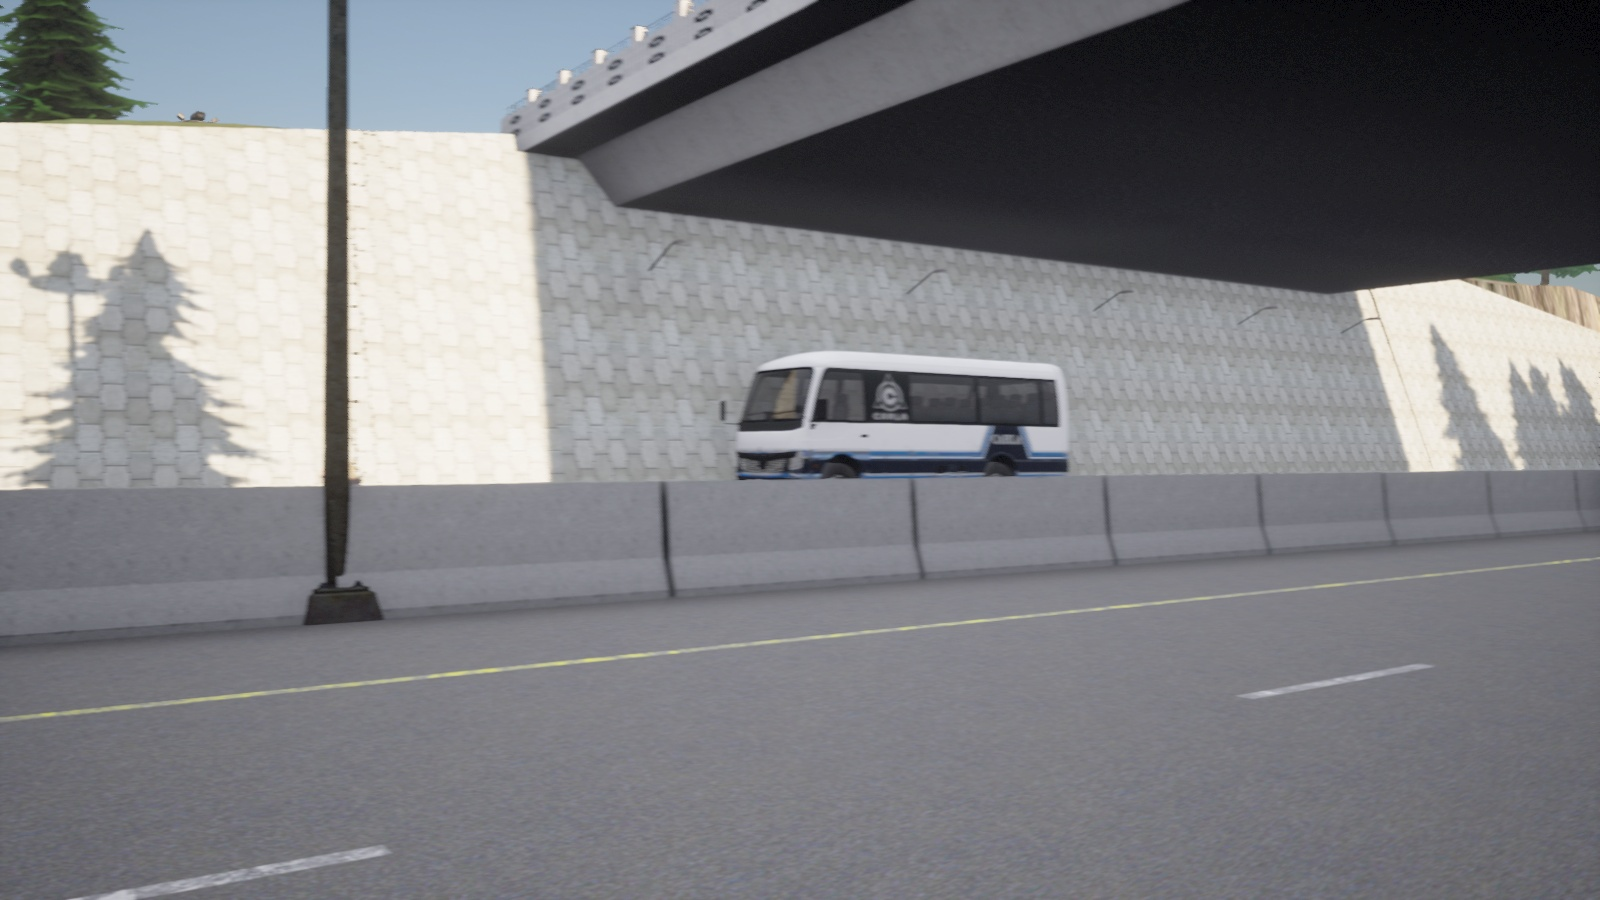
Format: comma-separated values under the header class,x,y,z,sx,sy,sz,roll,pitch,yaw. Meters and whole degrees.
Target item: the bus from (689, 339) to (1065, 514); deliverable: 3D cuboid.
class,x,y,z,sx,sy,sz,roll,pitch,yaw
bus,2.353,-0.552,35.152,10.273,4.253,3.944,0,0,-35
